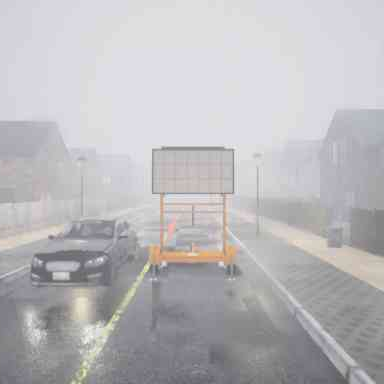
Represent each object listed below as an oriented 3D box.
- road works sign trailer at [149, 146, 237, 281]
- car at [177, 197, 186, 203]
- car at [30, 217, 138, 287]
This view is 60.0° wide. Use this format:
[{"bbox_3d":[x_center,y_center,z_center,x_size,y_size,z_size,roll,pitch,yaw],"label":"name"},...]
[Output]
[{"bbox_3d":[0.031,0.465,9.831,2.380,3.560,2.880,0,0,1],"label":"road works sign trailer"},{"bbox_3d":[-2.536,1.953,81.581,1.994,1.385,4.181,0,-1,0],"label":"car"},{"bbox_3d":[-2.726,1.492,9.392,2.128,1.511,4.902,0,0,0],"label":"car"}]
